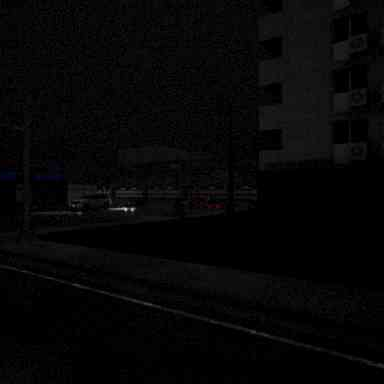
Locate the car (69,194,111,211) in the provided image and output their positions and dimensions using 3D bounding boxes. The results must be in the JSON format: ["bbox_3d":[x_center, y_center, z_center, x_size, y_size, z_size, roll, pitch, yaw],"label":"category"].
[{"bbox_3d":[-12.335,1.221,40.738,2.150,2.045,5.566,0,0,29],"label":"car"}]

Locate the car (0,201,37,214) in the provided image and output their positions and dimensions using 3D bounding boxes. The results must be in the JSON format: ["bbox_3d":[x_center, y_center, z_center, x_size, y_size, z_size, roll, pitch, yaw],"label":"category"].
[{"bbox_3d":[-17.921,1.601,32.486,1.895,1.301,4.718,0,0,35],"label":"car"}]

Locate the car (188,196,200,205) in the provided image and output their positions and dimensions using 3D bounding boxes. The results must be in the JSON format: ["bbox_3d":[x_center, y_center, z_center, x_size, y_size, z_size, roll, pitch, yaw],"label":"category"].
[{"bbox_3d":[0.410,1.564,59.076,1.994,1.385,4.181,0,0,4],"label":"car"}]

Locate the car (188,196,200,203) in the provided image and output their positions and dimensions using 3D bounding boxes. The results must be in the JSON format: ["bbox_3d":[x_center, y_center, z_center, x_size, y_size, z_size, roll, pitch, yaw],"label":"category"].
[{"bbox_3d":[0.354,1.564,67.487,1.994,1.385,4.181,0,0,-8],"label":"car"}]

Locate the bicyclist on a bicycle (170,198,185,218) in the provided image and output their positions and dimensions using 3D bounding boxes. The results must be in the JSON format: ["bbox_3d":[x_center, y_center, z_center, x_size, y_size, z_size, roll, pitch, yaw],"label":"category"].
[{"bbox_3d":[-1.204,1.300,27.316,1.656,1.620,0.582,0,0,36],"label":"bicyclist on a bicycle"}]

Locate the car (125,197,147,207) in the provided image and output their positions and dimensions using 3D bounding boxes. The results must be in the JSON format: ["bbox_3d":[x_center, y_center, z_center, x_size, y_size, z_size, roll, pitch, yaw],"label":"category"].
[{"bbox_3d":[-8.387,1.491,50.014,2.128,1.511,4.902,0,0,15],"label":"car"}]

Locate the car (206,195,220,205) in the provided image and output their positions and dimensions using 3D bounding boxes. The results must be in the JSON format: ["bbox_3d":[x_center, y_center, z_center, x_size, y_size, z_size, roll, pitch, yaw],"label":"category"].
[{"bbox_3d":[3.882,1.526,58.485,1.812,1.442,4.674,0,0,4],"label":"car"}]
